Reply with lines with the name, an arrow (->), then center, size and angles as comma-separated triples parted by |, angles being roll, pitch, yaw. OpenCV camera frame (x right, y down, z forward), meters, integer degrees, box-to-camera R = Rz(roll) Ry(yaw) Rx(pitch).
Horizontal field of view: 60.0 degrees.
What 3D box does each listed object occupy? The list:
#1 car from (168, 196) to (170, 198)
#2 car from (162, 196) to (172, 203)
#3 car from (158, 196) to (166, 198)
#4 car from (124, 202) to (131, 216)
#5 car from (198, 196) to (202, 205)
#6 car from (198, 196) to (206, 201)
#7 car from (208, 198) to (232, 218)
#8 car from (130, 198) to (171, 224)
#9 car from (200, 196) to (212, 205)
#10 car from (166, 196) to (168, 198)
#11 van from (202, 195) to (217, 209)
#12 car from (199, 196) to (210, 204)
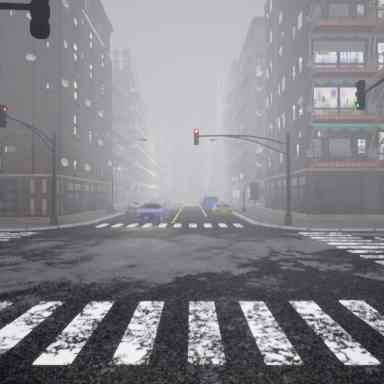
car -> -5.402, 1.627, 60.985 | 1.802, 1.307, 4.206 | 1, 0, 0
car -> -5.420, 1.612, 72.301 | 2.008, 1.369, 4.403 | 1, 0, 0
car -> -5.385, 1.613, 49.670 | 1.802, 1.307, 4.206 | 1, 0, 0
car -> -5.487, 1.565, 32.696 | 2.008, 1.369, 4.403 | 1, 0, 0
car -> 2.499, 1.346, 49.740 | 2.192, 1.841, 5.009 | 1, 0, 0
car -> 2.443, 1.626, 83.677 | 1.887, 1.381, 4.507 | 1, 0, 0
car -> 2.656, 1.537, 30.253 | 1.752, 1.417, 4.829 | 1, 0, 0
car -> -2.959, 1.497, 25.256 | 1.882, 1.535, 5.008 | 0, 0, 4
car -> 2.479, 1.485, 61.053 | 1.967, 1.590, 4.097 | 1, 0, 0
car -> -5.392, 1.563, 55.157 | 1.752, 1.417, 4.829 | 1, 0, 0
van -> 2.540, 1.366, 44.087 | 1.690, 1.788, 3.998 | 1, 0, 0
car -> 2.469, 1.604, 66.709 | 2.008, 1.369, 4.403 | 1, 0, 0
